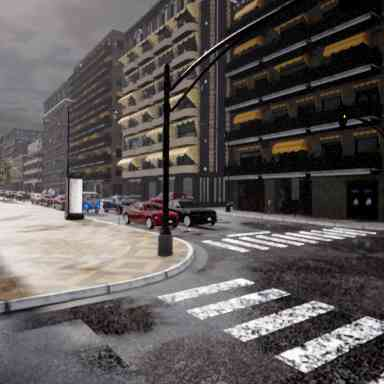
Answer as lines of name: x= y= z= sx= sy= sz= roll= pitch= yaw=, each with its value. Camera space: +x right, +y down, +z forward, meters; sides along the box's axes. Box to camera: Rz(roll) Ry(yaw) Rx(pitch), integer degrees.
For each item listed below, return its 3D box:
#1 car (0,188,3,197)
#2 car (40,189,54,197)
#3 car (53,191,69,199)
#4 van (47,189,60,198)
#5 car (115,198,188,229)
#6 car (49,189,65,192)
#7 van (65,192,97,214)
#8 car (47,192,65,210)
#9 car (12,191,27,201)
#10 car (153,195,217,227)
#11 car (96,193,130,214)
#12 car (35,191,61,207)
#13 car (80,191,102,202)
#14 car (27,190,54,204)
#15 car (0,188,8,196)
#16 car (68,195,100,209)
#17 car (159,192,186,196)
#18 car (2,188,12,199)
car: x=-39.113 y=0.298 z=69.323 sx=2.008 sy=1.369 sz=4.403 roll=2 pitch=0 yaw=-36
car: x=-32.345 y=0.266 z=74.269 sx=1.967 sy=1.590 sz=4.097 roll=2 pitch=0 yaw=-36
car: x=-25.779 y=0.523 z=65.268 sx=1.752 sy=1.417 sz=4.829 roll=2 pitch=0 yaw=-36
van: x=-29.008 y=0.254 z=69.700 sx=1.690 sy=1.788 sz=3.998 roll=2 pitch=0 yaw=-36
car: x=-2.433 y=1.258 z=19.061 sx=1.887 sy=1.381 sz=4.507 roll=2 pitch=0 yaw=-36
car: x=-17.706 y=0.631 z=44.444 sx=2.097 sy=1.767 sz=4.553 roll=1 pitch=0 yaw=-36
van: x=-9.096 y=0.878 z=28.199 sx=1.690 sy=1.788 sz=3.998 roll=2 pitch=0 yaw=-36
car: x=-12.436 y=0.994 z=32.769 sx=1.887 sy=1.381 sz=4.507 roll=2 pitch=0 yaw=-36
car: x=-25.771 y=0.538 z=51.046 sx=1.967 sy=1.590 sz=4.097 roll=2 pitch=0 yaw=-36
car: x=-0.444 y=1.212 z=20.704 sx=1.882 sy=1.535 sz=5.008 roll=1 pitch=1 yaw=-35
car: x=-6.028 y=1.079 z=28.364 sx=2.128 sy=1.511 sz=4.902 roll=1 pitch=1 yaw=-36
car: x=-15.771 y=0.906 z=37.338 sx=1.887 sy=1.381 sz=4.507 roll=2 pitch=0 yaw=-36
car: x=-15.672 y=0.704 z=51.423 sx=1.967 sy=1.590 sz=4.097 roll=2 pitch=0 yaw=-36
car: x=-19.005 y=0.801 z=41.770 sx=1.752 sy=1.417 sz=4.829 roll=2 pitch=0 yaw=-36
car: x=-42.440 y=-0.026 z=73.892 sx=2.192 sy=1.841 sz=5.009 roll=2 pitch=0 yaw=-36
car: x=-11.849 y=1.035 z=36.351 sx=1.895 sy=1.301 sz=4.718 roll=1 pitch=0 yaw=-36
car: x=-2.331 y=0.931 z=33.145 sx=2.192 sy=1.841 sz=5.009 roll=2 pitch=0 yaw=-36
car: x=-32.444 y=0.467 z=60.185 sx=1.887 sy=1.381 sz=4.507 roll=2 pitch=0 yaw=-36
